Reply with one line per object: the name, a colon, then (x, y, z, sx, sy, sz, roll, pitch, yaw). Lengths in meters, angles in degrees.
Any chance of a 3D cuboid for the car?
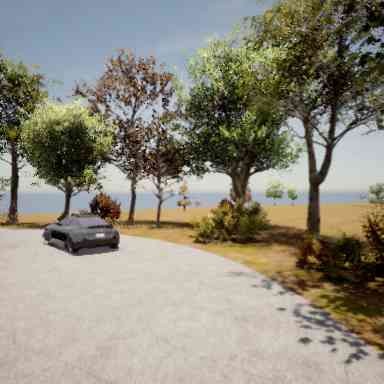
car: (-4.844, 1.653, 14.340, 1.994, 1.385, 4.181, 0, -1, -40)
